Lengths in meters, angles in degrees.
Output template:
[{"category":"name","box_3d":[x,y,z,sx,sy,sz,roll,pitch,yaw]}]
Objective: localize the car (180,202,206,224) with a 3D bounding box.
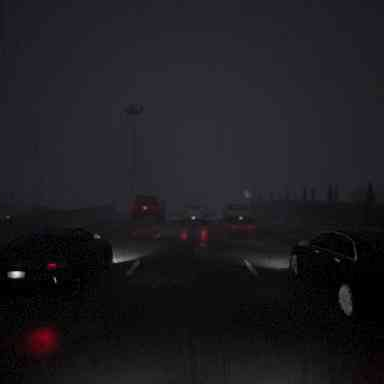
[{"category":"car","box_3d":[0.102,1.551,25.180,1.812,1.442,4.674,0,0,0]}]

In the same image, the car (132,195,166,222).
[{"category":"car","box_3d":[-3.403,1.249,26.764,2.150,2.045,5.566,0,0,0]}]

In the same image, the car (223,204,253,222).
[{"category":"car","box_3d":[3.597,1.628,26.685,1.895,1.301,4.718,0,0,0]}]

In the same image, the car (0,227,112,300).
[{"category":"car","box_3d":[-3.397,1.573,8.456,1.994,1.385,4.181,0,0,0]}]

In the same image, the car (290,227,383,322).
[{"category":"car","box_3d":[3.603,1.512,7.210,1.837,1.490,4.892,0,0,0]}]

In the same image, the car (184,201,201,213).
[{"category":"car","box_3d":[0.097,1.959,42.984,2.033,1.411,5.357,0,-3,0]}]

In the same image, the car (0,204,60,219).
[{"category":"car","box_3d":[-10.582,1.624,22.635,1.895,1.301,4.718,0,0,0]}]

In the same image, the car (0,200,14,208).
[{"category":"car","box_3d":[-17.564,1.524,29.967,2.128,1.511,4.902,0,0,0]}]
